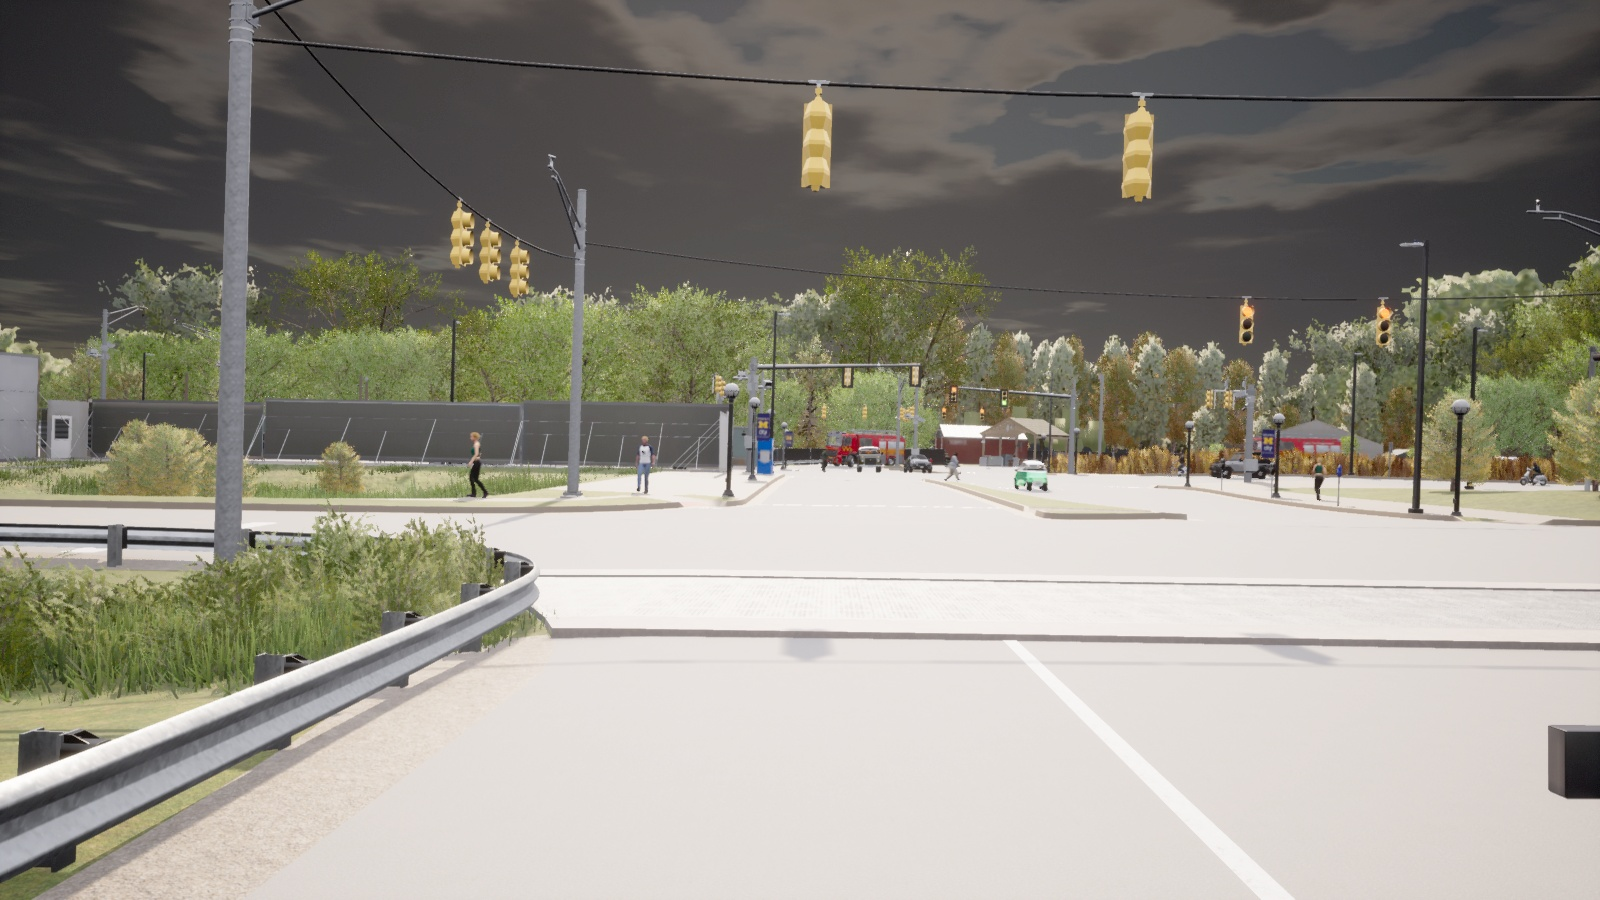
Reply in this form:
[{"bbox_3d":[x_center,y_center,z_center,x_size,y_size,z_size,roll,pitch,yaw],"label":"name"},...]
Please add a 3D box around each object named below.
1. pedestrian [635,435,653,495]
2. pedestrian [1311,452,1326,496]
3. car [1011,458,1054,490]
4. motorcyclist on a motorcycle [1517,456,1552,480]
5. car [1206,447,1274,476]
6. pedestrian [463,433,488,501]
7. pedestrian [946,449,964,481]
[{"bbox_3d":[-4.840,0.456,38.979,0.354,1.836,0.706,2,1,9],"label":"pedestrian"},{"bbox_3d":[21.547,0.993,52.191,0.345,1.836,0.594,1,1,1],"label":"pedestrian"},{"bbox_3d":[10.853,1.090,58.628,1.481,1.376,2.207,1,2,-3],"label":"car"},{"bbox_3d":[49.391,1.195,84.449,1.817,1.590,0.866,1,1,1],"label":"motorcyclist on a motorcycle"},{"bbox_3d":[29.666,0.766,84.714,3.866,1.878,1.905,0,1,0],"label":"car"},{"bbox_3d":[-8.943,0.462,34.585,0.594,1.836,0.345,1,1,-10],"label":"pedestrian"},{"bbox_3d":[9.078,0.873,73.545,0.900,1.855,0.874,1,1,3],"label":"pedestrian"}]
